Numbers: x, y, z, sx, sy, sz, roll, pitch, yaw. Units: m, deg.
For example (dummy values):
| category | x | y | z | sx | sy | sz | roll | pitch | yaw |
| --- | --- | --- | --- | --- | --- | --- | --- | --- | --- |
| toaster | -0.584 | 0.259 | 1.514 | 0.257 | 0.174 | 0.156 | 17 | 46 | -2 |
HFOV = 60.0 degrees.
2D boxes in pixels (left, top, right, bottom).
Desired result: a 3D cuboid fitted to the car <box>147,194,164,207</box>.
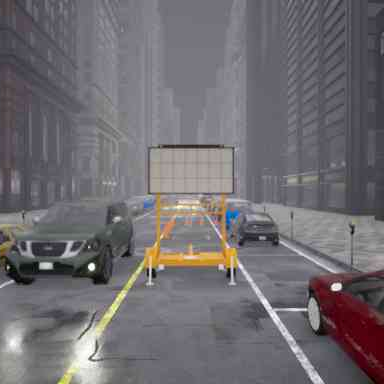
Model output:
| category | x | y | z | sx | sy | sz | roll | pitch | yaw |
| --- | --- | --- | --- | --- | --- | --- | --- | --- | --- |
| car | -5.891 | 1.347 | 54.496 | 2.192 | 1.841 | 5.009 | 0 | 0 | 0 |

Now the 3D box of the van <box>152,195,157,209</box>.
| category | x | y | z | sx | sy | sz | roll | pitch | yaw |
| --- | --- | --- | --- | --- | --- | --- | --- | --- | --- |
| van | -5.865 | 1.361 | 43.223 | 1.690 | 1.788 | 3.998 | 0 | 0 | 0 |

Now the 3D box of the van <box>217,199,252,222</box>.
| category | x | y | z | sx | sy | sz | roll | pitch | yaw |
| --- | --- | --- | --- | --- | --- | --- | --- | --- | --- |
| van | 2.713 | 1.345 | 20.713 | 1.690 | 1.788 | 3.998 | 0 | 0 | 0 |

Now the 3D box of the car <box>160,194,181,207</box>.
| category | x | y | z | sx | sy | sz | roll | pitch | yaw |
| --- | --- | --- | --- | --- | --- | --- | --- | --- | --- |
| car | -3.209 | 1.380 | 50.999 | 2.097 | 1.767 | 4.553 | 0 | 0 | 0 |

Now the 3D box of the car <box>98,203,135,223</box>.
| category | x | y | z | sx | sy | sz | roll | pitch | yaw |
| --- | --- | --- | --- | --- | --- | --- | --- | --- | --- |
| car | -5.825 | 1.572 | 26.313 | 1.947 | 1.339 | 4.313 | 0 | 0 | 0 |

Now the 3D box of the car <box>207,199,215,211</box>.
| category | x | y | z | sx | sy | sz | roll | pitch | yaw |
| --- | --- | --- | --- | --- | --- | --- | --- | --- | --- |
| car | 2.687 | 1.592 | 31.986 | 1.802 | 1.307 | 4.206 | 0 | 0 | 0 |

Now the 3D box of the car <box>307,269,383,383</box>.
| category | x | y | z | sx | sy | sz | roll | pitch | yaw |
| --- | --- | --- | --- | --- | --- | --- | --- | --- | --- |
| car | 2.753 | 1.544 | 3.804 | 1.887 | 1.381 | 4.507 | 0 | 0 | 0 |

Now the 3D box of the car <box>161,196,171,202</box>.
| category | x | y | z | sx | sy | sz | roll | pitch | yaw |
| --- | --- | --- | --- | --- | --- | --- | --- | --- | --- |
| car | -5.943 | 1.608 | 77.042 | 1.887 | 1.381 | 4.507 | 0 | 0 | 0 |

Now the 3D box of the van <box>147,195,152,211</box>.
| category | x | y | z | sx | sy | sz | roll | pitch | yaw |
| --- | --- | --- | --- | --- | --- | --- | --- | --- | --- |
| van | -5.851 | 1.356 | 37.587 | 1.690 | 1.788 | 3.998 | 0 | 0 | 0 |

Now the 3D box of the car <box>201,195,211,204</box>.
| category | x | y | z | sx | sy | sz | roll | pitch | yaw |
| --- | --- | --- | --- | --- | --- | --- | --- | --- | --- |
| car | 2.648 | 1.571 | 48.894 | 1.887 | 1.381 | 4.507 | 0 | 0 | 0 |

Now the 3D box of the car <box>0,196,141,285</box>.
| category | x | y | z | sx | sy | sz | roll | pitch | yaw |
| --- | --- | --- | --- | --- | --- | --- | --- | --- | --- |
| car | -3.123 | 1.222 | 9.867 | 2.150 | 2.045 | 5.566 | 0 | 0 | 0 |

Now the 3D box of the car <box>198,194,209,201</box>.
| category | x | y | z | sx | sy | sz | roll | pitch | yaw |
| --- | --- | --- | --- | --- | --- | --- | --- | --- | --- |
| car | 2.621 | 1.354 | 60.166 | 2.192 | 1.841 | 5.009 | 0 | 0 | 0 |

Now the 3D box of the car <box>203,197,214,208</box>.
| category | x | y | z | sx | sy | sz | roll | pitch | yaw |
| --- | --- | --- | --- | --- | --- | --- | --- | --- | --- |
| car | 2.674 | 1.566 | 37.622 | 2.008 | 1.369 | 4.403 | 0 | 0 | 0 |

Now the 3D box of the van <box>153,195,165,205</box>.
| category | x | y | z | sx | sy | sz | roll | pitch | yaw |
| --- | --- | --- | --- | --- | --- | --- | --- | --- | --- |
| van | -5.904 | 1.380 | 60.132 | 1.690 | 1.788 | 3.998 | 0 | 0 | 0 |

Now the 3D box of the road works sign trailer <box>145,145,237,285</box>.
| category | x | y | z | sx | sy | sz | roll | pitch | yaw |
| --- | --- | --- | --- | --- | --- | --- | --- | --- | --- |
| road works sign trailer | -0.021 | 0.465 | 9.455 | 2.380 | 3.560 | 2.880 | 0 | 0 | 0 |

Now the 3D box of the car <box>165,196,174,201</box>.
| category | x | y | z | sx | sy | sz | roll | pitch | yaw |
| --- | --- | --- | --- | --- | --- | --- | --- | --- | --- |
| car | -5.969 | 1.649 | 88.315 | 1.947 | 1.339 | 4.313 | 0 | 0 | 0 |

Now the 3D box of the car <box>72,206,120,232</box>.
| category | x | y | z | sx | sy | sz | roll | pitch | yaw |
| --- | --- | --- | --- | --- | --- | --- | --- | --- | --- |
| car | -5.811 | 1.586 | 20.677 | 1.802 | 1.307 | 4.206 | 0 | 0 | 0 |

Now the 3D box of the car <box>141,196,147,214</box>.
| category | x | y | z | sx | sy | sz | roll | pitch | yaw |
| --- | --- | --- | --- | --- | --- | --- | --- | --- | --- |
| car | -5.838 | 1.451 | 31.950 | 1.967 | 1.590 | 4.097 | 0 | 0 | 0 |

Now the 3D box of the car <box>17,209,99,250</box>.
| category | x | y | z | sx | sy | sz | roll | pitch | yaw |
| --- | --- | --- | --- | --- | --- | --- | --- | --- | --- |
| car | -5.798 | 1.567 | 15.040 | 1.947 | 1.339 | 4.313 | 0 | 0 | 0 |

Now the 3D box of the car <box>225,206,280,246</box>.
| category | x | y | z | sx | sy | sz | roll | pitch | yaw |
| --- | --- | --- | --- | --- | --- | --- | --- | --- | --- |
| car | 2.727 | 1.552 | 15.077 | 2.008 | 1.369 | 4.403 | 0 | 0 | 0 |

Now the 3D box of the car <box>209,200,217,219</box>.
| category | x | y | z | sx | sy | sz | roll | pitch | yaw |
| --- | --- | --- | --- | --- | --- | --- | --- | --- | --- |
| car | 2.700 | 1.557 | 26.349 | 2.008 | 1.369 | 4.403 | 0 | 0 | 0 |

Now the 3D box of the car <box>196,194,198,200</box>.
| category | x | y | z | sx | sy | sz | roll | pitch | yaw |
| --- | --- | --- | --- | --- | --- | --- | --- | --- | --- |
| car | 2.568 | 1.599 | 82.882 | 1.752 | 1.417 | 4.829 | 0 | 0 | 0 |
